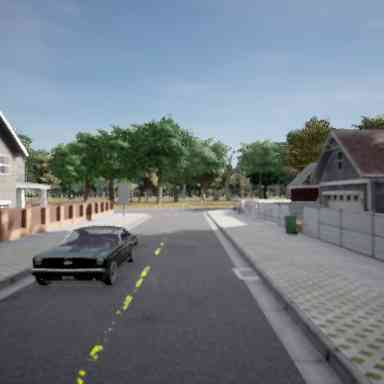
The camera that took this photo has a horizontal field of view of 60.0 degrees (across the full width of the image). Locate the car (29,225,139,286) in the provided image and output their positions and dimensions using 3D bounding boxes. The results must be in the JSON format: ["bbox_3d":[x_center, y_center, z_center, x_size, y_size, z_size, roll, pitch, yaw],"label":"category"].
[{"bbox_3d":[-2.854,1.706,9.867,1.895,1.301,4.718,0,-1,0],"label":"car"}]
